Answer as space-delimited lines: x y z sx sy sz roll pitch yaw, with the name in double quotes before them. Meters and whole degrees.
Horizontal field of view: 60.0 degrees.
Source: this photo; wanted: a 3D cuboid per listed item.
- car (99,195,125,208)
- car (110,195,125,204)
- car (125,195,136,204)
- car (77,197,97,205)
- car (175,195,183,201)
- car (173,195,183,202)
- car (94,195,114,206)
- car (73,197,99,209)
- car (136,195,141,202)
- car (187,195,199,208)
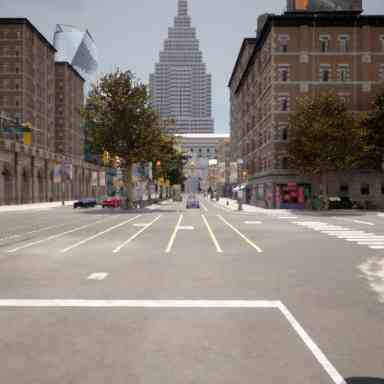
"car" -11.542 1.477 47.935 1.882 1.535 5.008 0 0 0
"car" -14.963 1.477 66.919 1.882 1.535 5.008 0 0 0
"car" -11.468 1.504 57.732 1.837 1.490 4.892 0 0 0
"car" -18.217 1.594 57.827 1.895 1.301 4.718 0 0 0
"car" -3.452 1.499 87.319 1.837 1.490 4.892 0 0 0
"car" -3.457 1.539 77.834 2.033 1.411 5.357 0 0 0
"car" -14.969 1.351 56.819 2.097 1.767 4.553 0 0 0
"car" -15.047 1.600 46.711 1.895 1.301 4.718 0 0 0
"car" -11.462 1.351 67.722 2.097 1.767 4.553 0 0 0
"car" 0.127 1.547 48.811 2.033 1.411 5.357 0 0 0
